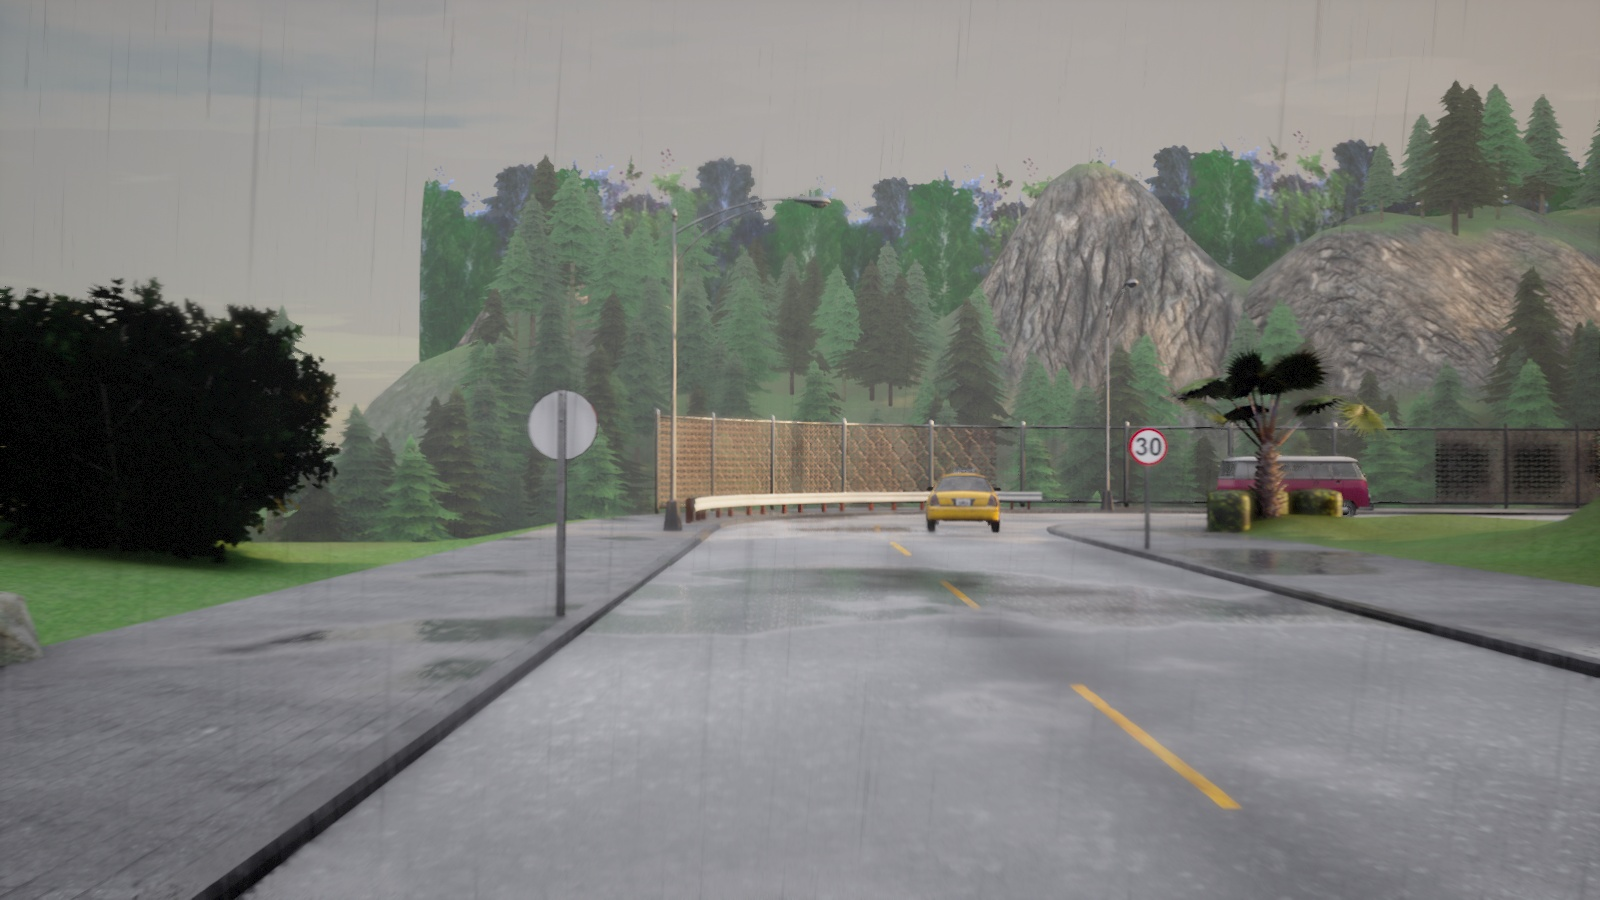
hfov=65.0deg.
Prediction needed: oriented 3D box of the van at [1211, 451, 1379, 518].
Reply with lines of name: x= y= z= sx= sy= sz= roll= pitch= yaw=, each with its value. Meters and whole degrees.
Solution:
van: x=15.086 y=1.050 z=38.417 sx=4.442 sy=1.987 sz=1.775 roll=0 pitch=-1 yaw=-2

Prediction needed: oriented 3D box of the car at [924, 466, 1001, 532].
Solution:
car: x=4.221 y=1.196 z=32.470 sx=1.801 sy=1.575 sz=5.366 roll=0 pitch=-1 yaw=8
